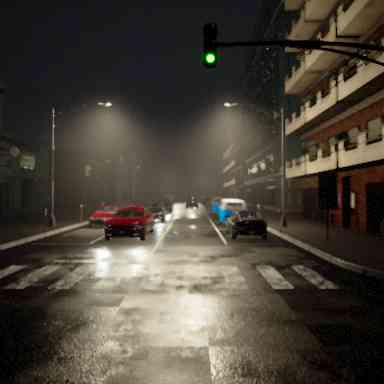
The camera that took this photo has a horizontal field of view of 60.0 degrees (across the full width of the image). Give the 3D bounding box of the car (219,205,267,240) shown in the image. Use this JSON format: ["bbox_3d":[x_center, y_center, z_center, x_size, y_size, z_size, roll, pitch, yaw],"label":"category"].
[{"bbox_3d":[2.707,1.582,17.133,2.008,1.369,4.403,1,0,0],"label":"car"}]

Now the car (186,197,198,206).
[{"bbox_3d":[0.017,1.633,57.041,2.033,1.411,5.357,0,0,0],"label":"car"}]

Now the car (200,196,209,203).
[{"bbox_3d":[2.727,1.641,72.941,1.887,1.381,4.507,1,0,0],"label":"car"}]

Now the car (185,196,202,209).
[{"bbox_3d":[0.015,1.622,46.618,2.033,1.411,5.357,0,0,0],"label":"car"}]

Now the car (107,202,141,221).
[{"bbox_3d":[-5.669,1.594,28.261,1.887,1.381,4.507,1,0,0],"label":"car"}]

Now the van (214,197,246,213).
[{"bbox_3d":[2.712,1.382,22.713,1.690,1.788,3.998,1,0,0],"label":"van"}]

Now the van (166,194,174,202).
[{"bbox_3d":[-5.647,1.442,84.063,1.690,1.788,3.998,1,0,0],"label":"van"}]

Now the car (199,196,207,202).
[{"bbox_3d":[2.730,1.652,84.102,2.008,1.369,4.403,1,0,0],"label":"car"}]

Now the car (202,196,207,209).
[{"bbox_3d":[2.717,1.599,45.205,1.752,1.417,4.829,1,0,0],"label":"car"}]

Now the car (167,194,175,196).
[{"bbox_3d":[-5.652,1.665,78.482,1.947,1.339,4.313,1,0,0],"label":"car"}]

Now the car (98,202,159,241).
[{"bbox_3d":[-3.083,1.509,17.189,1.882,1.535,5.008,0,0,0],"label":"car"}]

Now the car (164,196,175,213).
[{"bbox_3d":[-3.075,1.555,37.605,2.128,1.511,4.902,0,0,0],"label":"car"}]

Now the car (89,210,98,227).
[{"bbox_3d":[-5.672,1.622,22.680,1.802,1.307,4.206,1,0,0],"label":"car"}]

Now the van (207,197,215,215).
[{"bbox_3d":[2.716,1.400,33.875,1.690,1.788,3.998,1,0,0],"label":"van"}]

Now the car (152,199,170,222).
[{"bbox_3d":[-3.078,1.553,27.232,1.837,1.490,4.892,0,0,0],"label":"car"}]

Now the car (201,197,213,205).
[{"bbox_3d":[2.722,1.655,61.778,1.947,1.339,4.313,1,0,0],"label":"car"}]

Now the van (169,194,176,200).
[{"bbox_3d":[-5.643,1.446,95.223,1.690,1.788,3.998,1,0,0],"label":"van"}]
